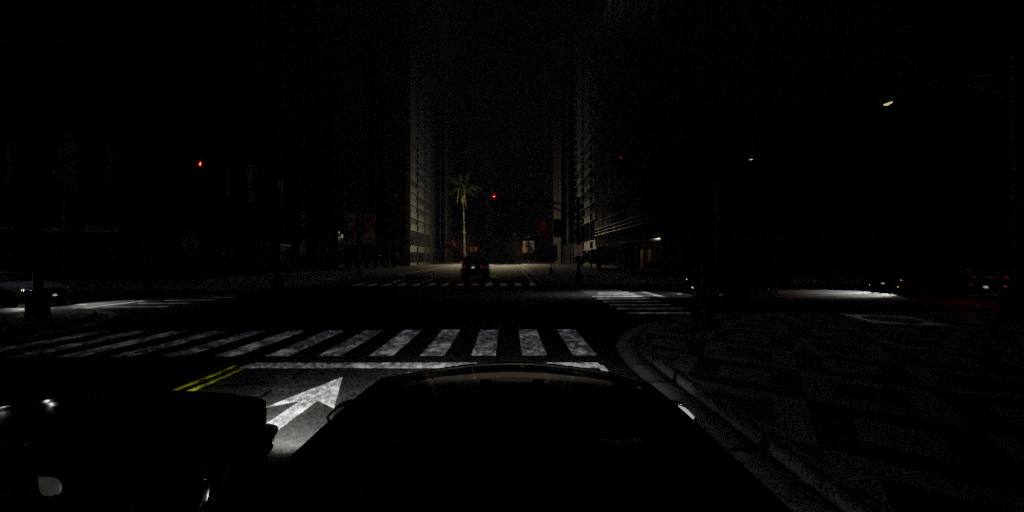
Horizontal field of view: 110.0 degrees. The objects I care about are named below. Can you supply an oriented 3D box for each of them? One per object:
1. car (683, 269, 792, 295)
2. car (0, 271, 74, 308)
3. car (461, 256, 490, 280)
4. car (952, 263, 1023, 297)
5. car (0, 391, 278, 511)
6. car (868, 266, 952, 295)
[{"bbox_3d":[11.619,1.319,18.750,4.718,1.301,1.895,0,0,-1],"label":"car"},{"bbox_3d":[-21.378,1.354,14.979,4.674,1.442,1.812,0,0,1],"label":"car"},{"bbox_3d":[-3.208,1.031,32.102,2.150,2.045,5.566,0,0,0],"label":"car"},{"bbox_3d":[23.212,1.145,15.766,4.902,1.511,2.128,0,0,-1],"label":"car"},{"bbox_3d":[-3.176,1.297,0.755,2.033,1.411,5.357,0,0,4],"label":"car"},{"bbox_3d":[21.541,1.248,18.914,4.181,1.385,1.994,0,0,0],"label":"car"}]
